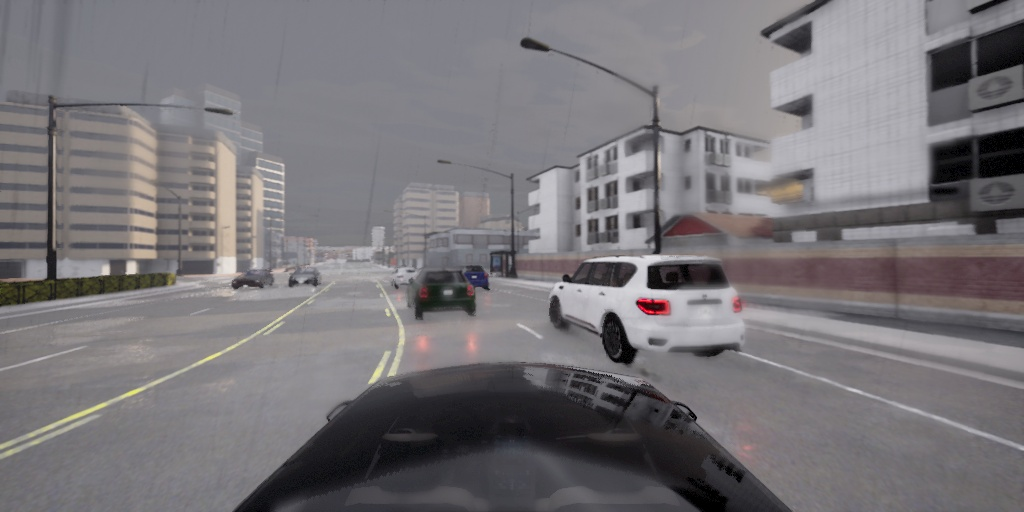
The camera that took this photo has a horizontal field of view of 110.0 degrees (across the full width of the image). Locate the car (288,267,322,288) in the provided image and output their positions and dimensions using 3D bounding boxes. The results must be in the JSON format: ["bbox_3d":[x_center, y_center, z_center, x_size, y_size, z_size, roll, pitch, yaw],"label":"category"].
[{"bbox_3d":[-16.093,1.634,28.070,2.128,1.511,4.902,0,-1,-22],"label":"car"}]

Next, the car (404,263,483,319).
[{"bbox_3d":[-2.852,1.247,13.914,2.097,1.767,4.553,0,0,-20],"label":"car"}]

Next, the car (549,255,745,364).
[{"bbox_3d":[2.613,1.016,8.490,2.150,2.045,5.566,0,0,-12],"label":"car"}]

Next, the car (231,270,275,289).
[{"bbox_3d":[-19.599,1.743,27.413,2.033,1.411,5.357,0,-1,-23],"label":"car"}]

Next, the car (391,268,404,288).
[{"bbox_3d":[-7.928,1.585,26.829,1.812,1.442,4.674,0,-1,-22],"label":"car"}]

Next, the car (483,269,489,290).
[{"bbox_3d":[-3.116,1.346,24.266,2.097,1.767,4.553,0,-1,-22],"label":"car"}]
